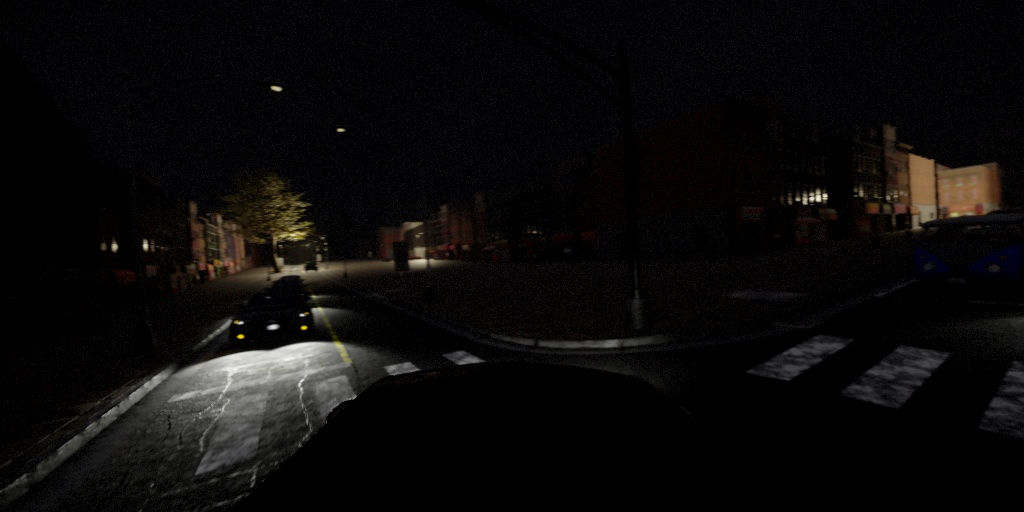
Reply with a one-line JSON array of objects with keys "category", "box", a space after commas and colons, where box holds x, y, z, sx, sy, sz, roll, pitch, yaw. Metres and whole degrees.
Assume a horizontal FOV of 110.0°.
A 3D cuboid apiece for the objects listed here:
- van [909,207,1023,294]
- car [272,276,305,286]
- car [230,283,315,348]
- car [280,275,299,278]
[{"category": "van", "box": [11.852, -0.140, 9.159, 3.998, 1.789, 1.690, 0, 0, -31]}, {"category": "car", "box": [-12.533, 2.108, 19.908, 1.994, 1.385, 4.181, -4, 0, -31]}, {"category": "car", "box": [-7.464, 1.799, 11.374, 1.994, 1.385, 4.181, -4, 0, -31]}, {"category": "car", "box": [-17.693, 2.292, 28.614, 1.882, 1.535, 5.008, -4, 1, -31]}]
